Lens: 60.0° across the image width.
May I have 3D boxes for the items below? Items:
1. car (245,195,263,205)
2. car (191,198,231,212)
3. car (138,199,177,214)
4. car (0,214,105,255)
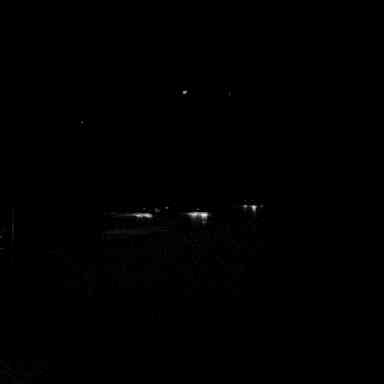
[{"bbox_3d":[9.843,1.202,51.425,1.837,1.490,4.892,0,0,36],"label":"car"},{"bbox_3d":[2.120,1.328,35.105,2.033,1.411,5.357,0,0,35],"label":"car"},{"bbox_3d":[-3.378,1.356,32.977,1.994,1.385,4.181,0,0,35],"label":"car"},{"bbox_3d":[-5.646,1.497,12.998,1.895,1.301,4.718,0,0,28],"label":"car"}]
